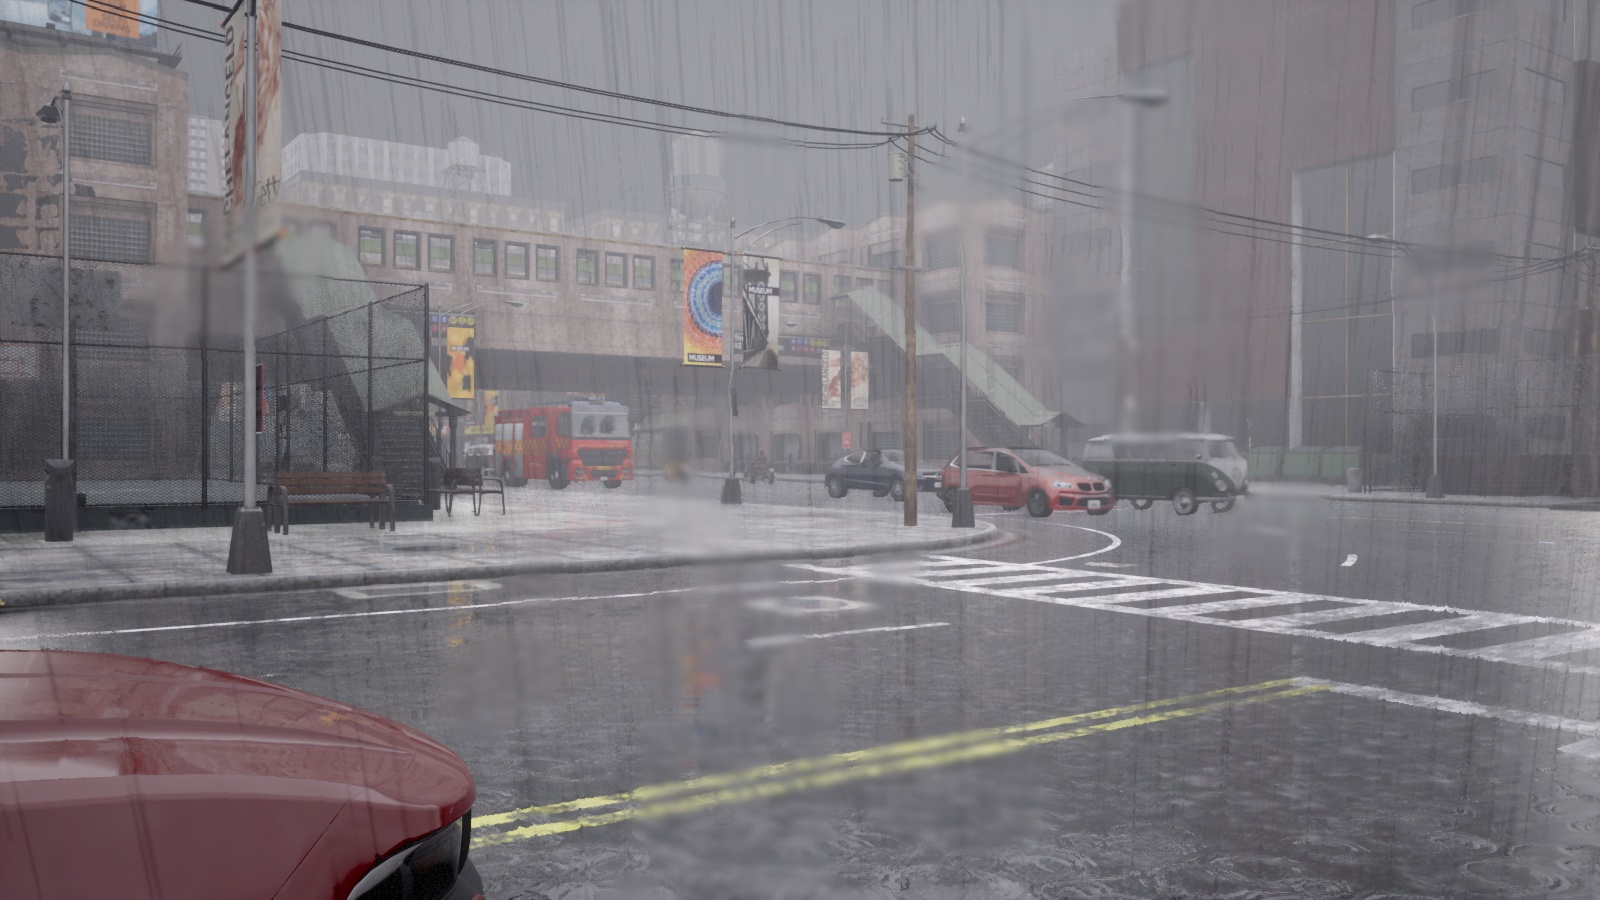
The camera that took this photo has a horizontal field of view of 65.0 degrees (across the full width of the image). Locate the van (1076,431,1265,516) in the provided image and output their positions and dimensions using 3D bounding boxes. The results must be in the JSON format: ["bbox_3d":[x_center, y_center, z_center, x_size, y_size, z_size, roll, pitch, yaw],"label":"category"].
[{"bbox_3d":[9.231,0.555,31.652,1.775,1.987,4.442,0,0,-35],"label":"van"}]

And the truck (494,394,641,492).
[{"bbox_3d":[-10.018,-0.268,53.287,2.891,3.827,8.468,0,0,-35],"label":"truck"}]

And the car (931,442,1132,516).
[{"bbox_3d":[5.562,0.652,30.752,2.242,1.667,4.611,0,0,-34],"label":"car"}]

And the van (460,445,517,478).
[{"bbox_3d":[-19.846,0.706,79.983,2.069,2.038,4.480,0,0,-35],"label":"van"}]

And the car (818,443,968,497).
[{"bbox_3d":[2.926,0.617,40.755,2.152,1.651,5.027,0,0,-35],"label":"car"}]

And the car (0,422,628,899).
[{"bbox_3d":[-2.898,0.733,1.605,5.008,1.535,1.882,0,0,-36],"label":"car"}]

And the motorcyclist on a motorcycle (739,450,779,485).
[{"bbox_3d":[-1.985,0.846,60.132,0.766,1.649,2.350,0,0,-35],"label":"motorcyclist on a motorcycle"}]

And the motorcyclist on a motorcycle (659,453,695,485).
[{"bbox_3d":[-5.845,0.885,59.561,0.797,1.523,2.044,0,0,-35],"label":"motorcyclist on a motorcycle"}]
